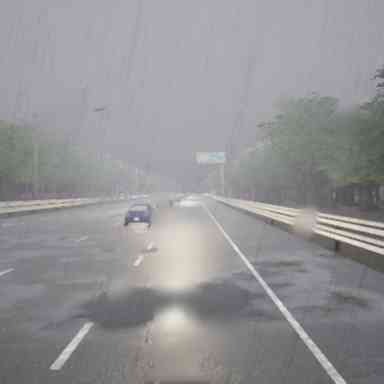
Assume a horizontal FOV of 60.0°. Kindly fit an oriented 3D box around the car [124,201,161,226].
[{"bbox_3d":[-3.469,1.531,23.079,1.812,1.442,4.674,0,0,0],"label":"car"}]

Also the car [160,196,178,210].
[{"bbox_3d":[-3.395,1.500,43.752,2.128,1.511,4.902,0,0,0],"label":"car"}]

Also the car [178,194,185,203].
[{"bbox_3d":[-3.227,1.530,70.967,2.033,1.411,5.357,0,0,0],"label":"car"}]
